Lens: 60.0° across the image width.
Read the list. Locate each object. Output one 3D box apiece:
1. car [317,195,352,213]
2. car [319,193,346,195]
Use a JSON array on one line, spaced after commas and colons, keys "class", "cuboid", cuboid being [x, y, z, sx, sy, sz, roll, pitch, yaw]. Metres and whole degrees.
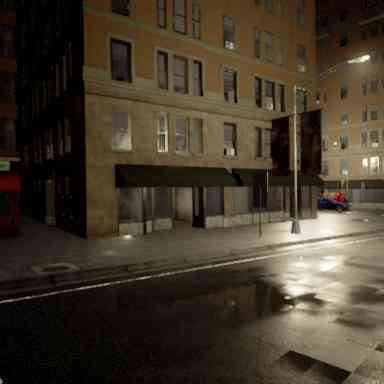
[{"class": "car", "cuboid": [14.287, 1.348, 34.931, 1.812, 1.442, 4.674, -1, 1, -43]}, {"class": "car", "cuboid": [16.540, 1.026, 40.890, 2.192, 1.841, 5.009, 0, 1, -44]}]
